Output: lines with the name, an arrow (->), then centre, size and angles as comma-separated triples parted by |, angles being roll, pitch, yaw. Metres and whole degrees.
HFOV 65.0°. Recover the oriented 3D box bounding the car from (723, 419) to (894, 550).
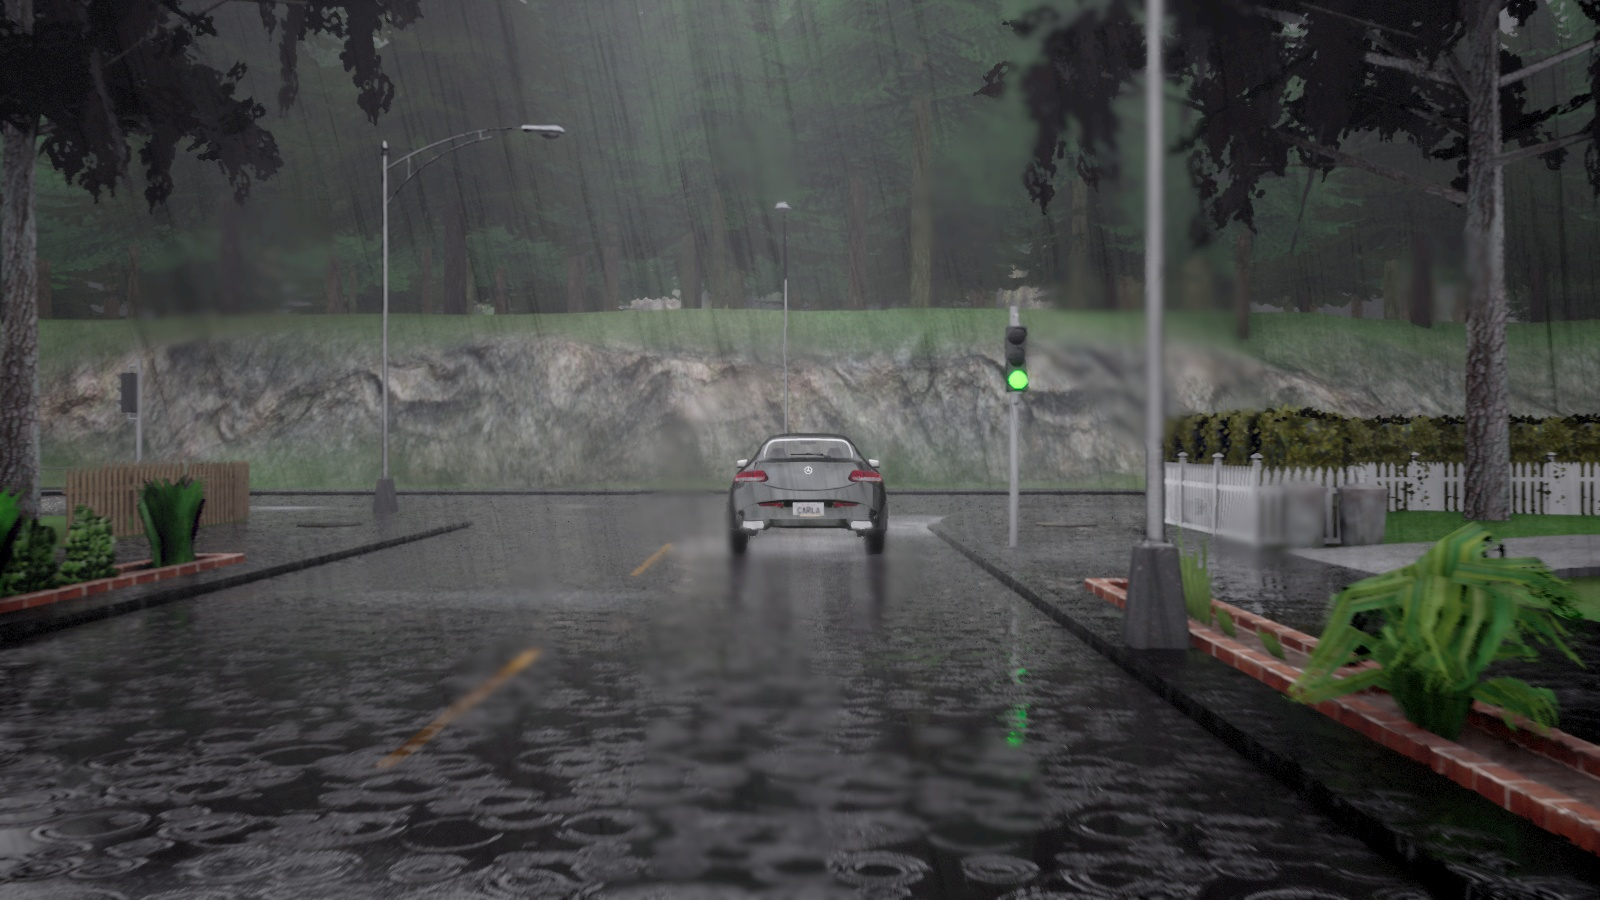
car -> 0.119, 0.422, 18.306 | 2.152, 1.651, 5.027 | 0, 0, 0
